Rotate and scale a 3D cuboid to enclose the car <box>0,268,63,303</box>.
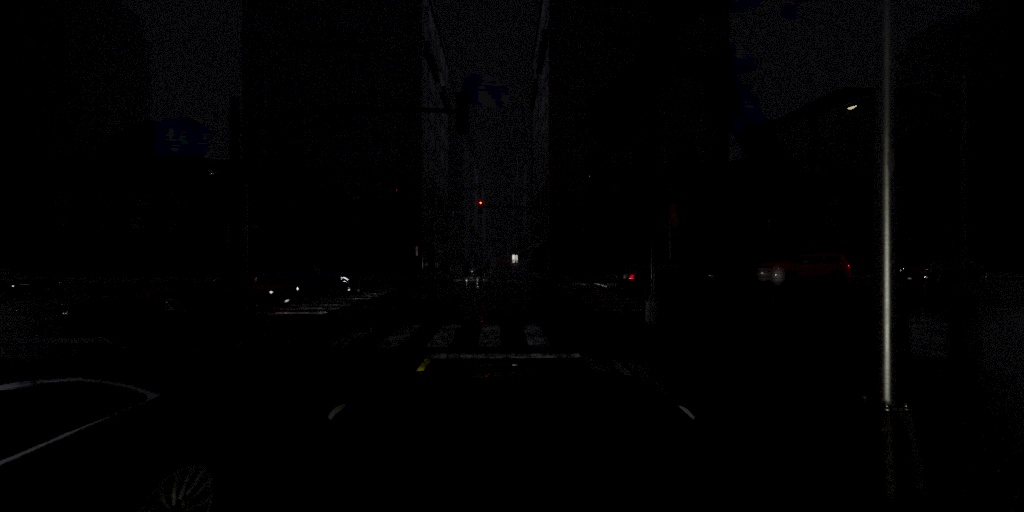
[{"bbox_3d":[-24.267,1.313,16.753,5.008,1.535,1.882,-1,0,-2],"label":"car"}]

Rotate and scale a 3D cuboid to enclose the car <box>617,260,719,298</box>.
[{"bbox_3d":[7.668,1.059,17.756,4.553,1.767,2.097,0,0,-2],"label":"car"}]

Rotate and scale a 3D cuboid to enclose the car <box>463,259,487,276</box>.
[{"bbox_3d":[-4.001,1.260,37.526,2.128,1.511,4.902,0,0,-2],"label":"car"}]

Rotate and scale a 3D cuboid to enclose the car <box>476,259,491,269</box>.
[{"bbox_3d":[-4.572,1.282,58.301,2.128,1.511,4.902,0,0,-1],"label":"car"}]

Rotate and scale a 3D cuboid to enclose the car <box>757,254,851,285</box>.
[{"bbox_3d":[20.167,0.883,24.851,5.566,2.045,2.150,0,0,-2],"label":"car"}]

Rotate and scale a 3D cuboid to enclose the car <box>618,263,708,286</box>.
[{"bbox_3d":[10.209,1.244,24.539,5.357,1.411,2.033,0,0,-2],"label":"car"}]

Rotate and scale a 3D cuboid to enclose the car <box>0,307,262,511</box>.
[{"bbox_3d":[-2.987,1.242,0.836,2.128,1.511,4.902,0,0,-1],"label":"car"}]

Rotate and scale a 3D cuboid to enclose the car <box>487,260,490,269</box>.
[{"bbox_3d":[-4.288,1.285,47.905,1.837,1.490,4.892,0,0,-2],"label":"car"}]

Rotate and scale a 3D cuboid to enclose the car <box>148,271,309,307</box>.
[{"bbox_3d":[-10.682,1.383,13.625,4.718,1.301,1.895,0,0,3],"label":"car"}]

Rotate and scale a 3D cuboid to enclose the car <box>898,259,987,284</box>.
[{"bbox_3d":[30.060,0.982,25.153,4.553,1.767,2.097,0,0,-2],"label":"car"}]

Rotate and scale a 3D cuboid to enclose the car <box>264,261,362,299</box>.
[{"bbox_3d":[-9.888,1.130,17.599,4.553,1.767,2.097,0,0,-7],"label":"car"}]
